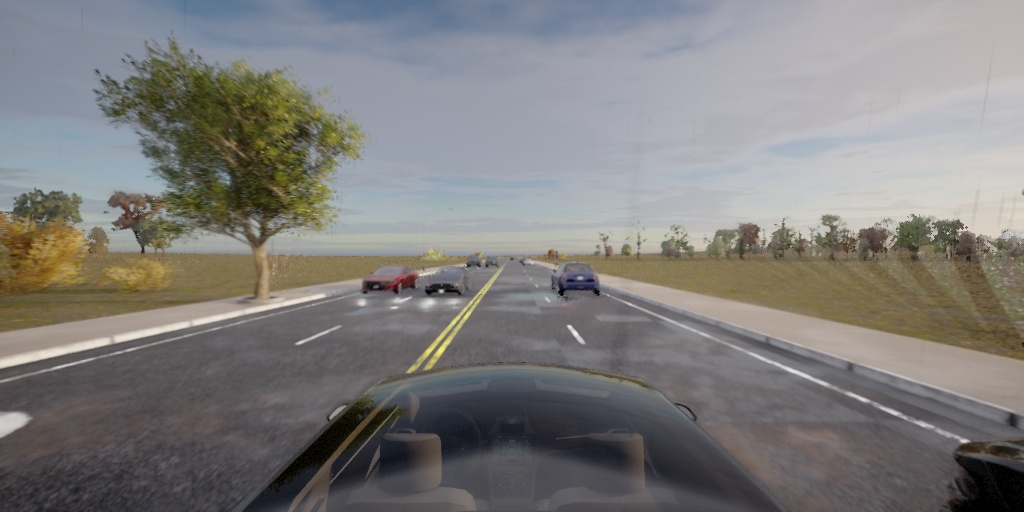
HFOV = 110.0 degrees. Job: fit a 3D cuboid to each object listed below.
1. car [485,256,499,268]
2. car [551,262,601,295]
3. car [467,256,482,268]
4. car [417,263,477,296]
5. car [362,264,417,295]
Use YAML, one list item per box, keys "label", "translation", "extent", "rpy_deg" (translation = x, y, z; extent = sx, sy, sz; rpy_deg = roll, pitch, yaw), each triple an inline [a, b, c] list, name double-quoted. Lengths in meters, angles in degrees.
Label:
- label: "car"
  translation: [-3.265, 0.951, 59.506]
  extent: [2.150, 2.045, 5.566]
  rpy_deg: [0, 0, 1]
- label: "car"
  translation: [3.354, 1.097, 19.712]
  extent: [2.097, 1.767, 4.553]
  rpy_deg: [0, 0, 0]
- label: "car"
  translation: [-6.501, 0.972, 62.224]
  extent: [2.150, 2.045, 5.566]
  rpy_deg: [0, 0, 0]
- label: "car"
  translation: [-3.346, 1.294, 19.648]
  extent: [2.033, 1.411, 5.357]
  rpy_deg: [0, 0, 0]
- label: "car"
  translation: [-6.593, 1.224, 19.896]
  extent: [1.882, 1.535, 5.008]
  rpy_deg: [0, 0, 0]
